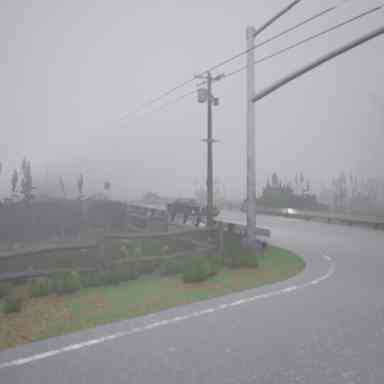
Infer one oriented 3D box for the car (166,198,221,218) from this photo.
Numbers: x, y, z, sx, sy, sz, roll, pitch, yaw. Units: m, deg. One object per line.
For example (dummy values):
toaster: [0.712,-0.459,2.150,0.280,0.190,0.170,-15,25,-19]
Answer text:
car: [0.019,1.122,23.775,1.895,1.301,4.718,0,3,-32]
